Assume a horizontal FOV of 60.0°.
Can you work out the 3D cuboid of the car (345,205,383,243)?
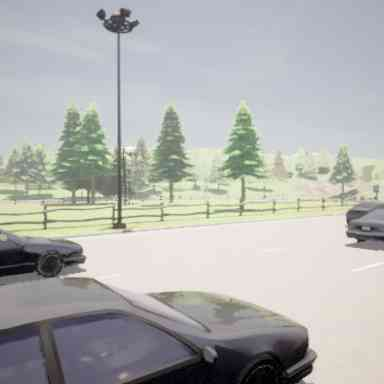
[{"bbox_3d":[8.767,1.433,14.299,5.357,1.411,2.033,-1,0,-36],"label":"car"}]

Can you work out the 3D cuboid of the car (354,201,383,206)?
[{"bbox_3d":[11.393,1.349,20.471,4.892,1.490,1.837,-1,1,-35],"label":"car"}]

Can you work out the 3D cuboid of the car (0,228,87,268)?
[{"bbox_3d":[-5.546,1.545,8.388,5.357,1.411,2.033,-1,0,-36],"label":"car"}]

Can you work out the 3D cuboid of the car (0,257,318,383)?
[{"bbox_3d":[-1.223,1.543,2.874,5.357,1.411,2.033,-1,0,-36],"label":"car"}]
